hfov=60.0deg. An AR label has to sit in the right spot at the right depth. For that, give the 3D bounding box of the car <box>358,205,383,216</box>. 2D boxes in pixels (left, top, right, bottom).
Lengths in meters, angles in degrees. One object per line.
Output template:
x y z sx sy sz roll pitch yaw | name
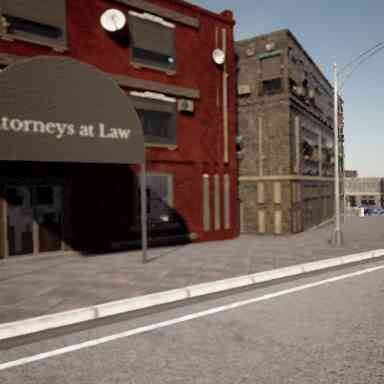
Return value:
32.088 3.321 59.812 2.150 2.045 5.566 -1 -3 0 | car
